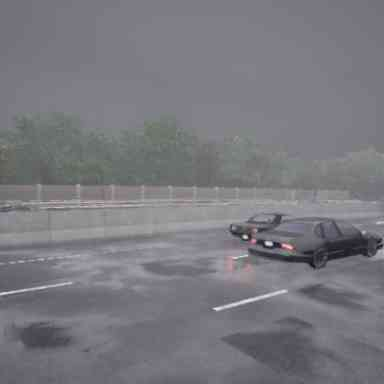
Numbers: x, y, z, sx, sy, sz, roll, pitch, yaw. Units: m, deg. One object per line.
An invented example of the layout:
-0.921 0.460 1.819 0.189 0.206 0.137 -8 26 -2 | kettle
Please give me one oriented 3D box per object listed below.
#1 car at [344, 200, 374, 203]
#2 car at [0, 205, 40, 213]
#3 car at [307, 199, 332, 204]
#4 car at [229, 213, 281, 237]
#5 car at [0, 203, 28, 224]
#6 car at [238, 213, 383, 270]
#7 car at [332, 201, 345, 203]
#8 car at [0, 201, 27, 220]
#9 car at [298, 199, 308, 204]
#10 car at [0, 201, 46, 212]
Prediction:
21.003 1.837 40.451 4.718 1.301 1.895 1 0 -35 | car
-10.973 1.598 17.659 4.718 1.301 1.895 0 0 -35 | car
19.174 1.868 47.710 4.718 1.301 1.895 1 0 -35 | car
4.043 1.603 15.226 4.718 1.301 1.895 0 0 -35 | car
-14.270 1.559 23.905 4.181 1.385 1.994 0 0 -35 | car
4.268 1.545 11.088 5.357 1.411 2.033 0 0 -35 | car
21.407 1.795 45.023 4.674 1.442 1.812 1 -1 -35 | car
-16.155 1.499 26.859 4.892 1.490 1.837 0 0 -35 | car
18.447 1.777 51.484 4.902 1.511 2.128 1 0 -35 | car
-11.870 1.486 21.318 4.902 1.511 2.128 0 0 -35 | car
